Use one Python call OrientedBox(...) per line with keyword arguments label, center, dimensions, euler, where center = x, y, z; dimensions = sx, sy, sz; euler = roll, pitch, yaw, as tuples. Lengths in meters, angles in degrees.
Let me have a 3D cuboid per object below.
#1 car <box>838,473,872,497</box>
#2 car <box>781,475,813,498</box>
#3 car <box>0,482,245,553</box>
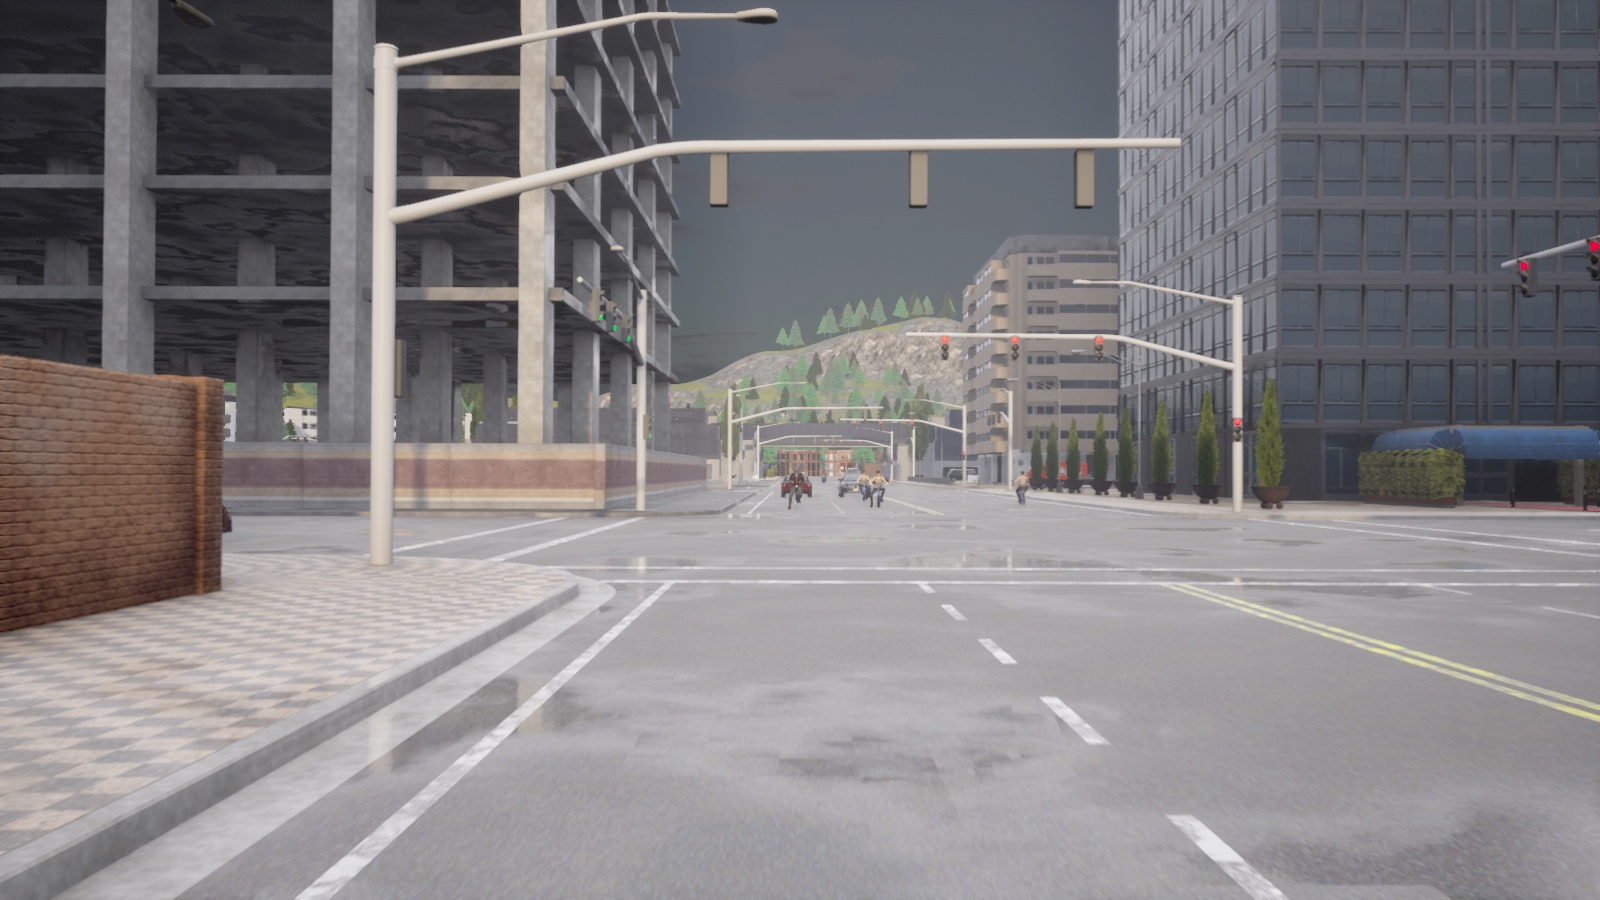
OrientedBox(label="car", center=(3.315, 2.104, 76.275), dimensions=(1.812, 1.442, 4.674), euler=(0, -1, 0))
OrientedBox(label="car", center=(-0.183, 2.181, 75.583), dimensions=(1.895, 1.301, 4.718), euler=(0, -1, 0))
OrientedBox(label="car", center=(-14.073, 1.372, 26.111), dimensions=(4.181, 1.385, 1.994), euler=(0, -1, 1))
